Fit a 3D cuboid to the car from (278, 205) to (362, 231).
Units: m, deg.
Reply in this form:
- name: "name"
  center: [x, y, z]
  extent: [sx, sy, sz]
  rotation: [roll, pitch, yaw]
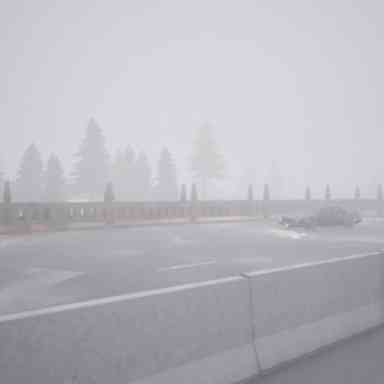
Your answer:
- name: "car"
  center: [7.870, 1.528, 20.279]
  extent: [5.357, 1.411, 2.033]
  rotation: [0, 0, -25]
